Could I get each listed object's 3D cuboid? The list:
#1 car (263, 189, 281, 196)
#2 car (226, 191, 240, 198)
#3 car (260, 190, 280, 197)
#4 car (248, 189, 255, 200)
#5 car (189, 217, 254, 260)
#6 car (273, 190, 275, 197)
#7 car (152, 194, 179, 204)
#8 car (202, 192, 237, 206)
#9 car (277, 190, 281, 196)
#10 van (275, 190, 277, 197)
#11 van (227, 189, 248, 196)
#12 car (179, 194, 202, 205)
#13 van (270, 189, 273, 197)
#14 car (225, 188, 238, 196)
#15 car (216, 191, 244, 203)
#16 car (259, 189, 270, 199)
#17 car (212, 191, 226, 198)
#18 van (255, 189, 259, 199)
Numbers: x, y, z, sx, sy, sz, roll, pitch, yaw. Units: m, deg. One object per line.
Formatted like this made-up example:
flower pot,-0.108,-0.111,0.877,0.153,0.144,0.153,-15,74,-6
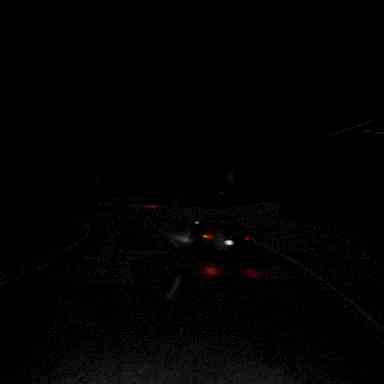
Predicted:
car,22.137,0.144,91.818,4.553,1.767,2.185,2,2,4
car,9.419,0.613,76.046,1.994,1.385,4.181,2,2,24
car,20.874,0.364,89.054,4.792,1.488,2.163,2,2,4
car,8.197,0.747,61.323,5.566,2.045,2.435,2,2,5
car,1.073,1.696,13.280,1.994,1.385,4.181,4,0,-5
car,17.027,0.406,80.735,4.553,1.767,2.185,2,2,5
car,-4.549,1.052,53.102,2.128,1.511,4.902,2,2,25
car,4.431,1.238,53.024,4.674,1.452,2.002,2,2,5
car,19.767,0.403,86.267,5.366,1.575,1.946,2,2,5
van,18.207,0.237,83.501,4.442,1.987,1.878,2,2,5
van,7.079,0.843,58.551,4.442,1.987,1.878,2,2,5
car,-0.727,1.090,53.451,1.882,1.535,5.008,2,2,24
van,15.915,0.377,77.950,4.442,1.987,1.878,2,2,5
car,10.298,-0.038,85.788,2.097,1.767,4.553,2,2,24
car,5.508,1.122,55.807,5.366,1.575,1.946,2,2,5
car,13.303,0.482,72.413,5.566,2.045,2.435,2,2,5
car,6.289,0.529,77.012,1.994,1.385,4.181,2,2,24
van,10.632,0.636,66.875,4.442,1.987,1.878,2,2,5
